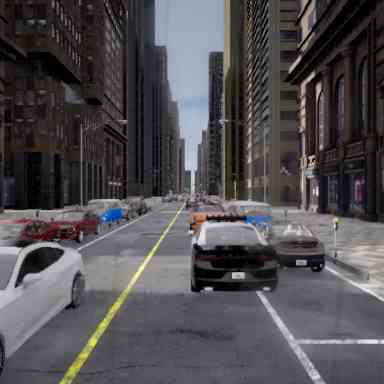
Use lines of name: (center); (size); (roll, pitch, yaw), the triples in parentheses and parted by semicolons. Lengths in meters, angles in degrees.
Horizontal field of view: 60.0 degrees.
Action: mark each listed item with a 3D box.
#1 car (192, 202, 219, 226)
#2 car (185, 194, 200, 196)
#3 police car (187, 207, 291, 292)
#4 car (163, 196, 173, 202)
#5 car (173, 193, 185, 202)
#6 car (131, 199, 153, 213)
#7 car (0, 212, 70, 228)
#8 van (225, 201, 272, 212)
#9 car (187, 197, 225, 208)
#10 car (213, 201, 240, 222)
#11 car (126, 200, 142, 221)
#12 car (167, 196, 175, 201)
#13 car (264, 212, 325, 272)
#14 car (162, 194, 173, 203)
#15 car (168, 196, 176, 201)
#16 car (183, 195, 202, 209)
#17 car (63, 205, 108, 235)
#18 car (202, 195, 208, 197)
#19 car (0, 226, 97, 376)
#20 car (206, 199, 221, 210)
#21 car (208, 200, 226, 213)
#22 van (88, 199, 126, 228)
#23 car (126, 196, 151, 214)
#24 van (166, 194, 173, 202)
car: (0.934, 1.537, 24.988); (1.837, 1.490, 4.892); (0, 0, 0)
car: (0.079, 1.561, 59.408); (1.882, 1.535, 5.008); (0, 0, 0)
police car: (0.913, 1.436, 9.098); (1.930, 1.638, 5.238); (0, 0, 0)
car: (-5.660, 1.685, 78.039); (1.947, 1.339, 4.313); (0, 0, 0)
car: (-2.899, 1.641, 76.271); (1.812, 1.442, 4.674); (0, 0, 0)
car: (-5.711, 1.575, 38.541); (1.752, 1.417, 4.829); (0, 0, 0)
car: (-5.748, 1.557, 10.618); (1.887, 1.381, 4.507); (0, 0, 0)
van: (2.785, 1.361, 16.237); (1.690, 1.788, 3.998); (0, 0, 0)
car: (0.925, 1.375, 18.958); (2.097, 1.767, 4.553); (0, 0, 0)
car: (2.800, 1.560, 27.645); (1.752, 1.417, 4.829); (0, 0, 0)
car: (-5.726, 1.585, 27.473); (2.008, 1.369, 4.403); (0, 0, 0)
car: (-5.645, 1.685, 89.276); (1.887, 1.381, 4.507); (0, 0, 0)
car: (2.777, 1.563, 10.618); (2.008, 1.369, 4.403); (0, 0, 0)
car: (-5.667, 1.690, 72.420); (1.802, 1.307, 4.206); (0, 0, 0)
car: (-5.637, 1.718, 94.894); (1.947, 1.339, 4.313); (0, 0, 0)
car: (0.080, 1.586, 45.833); (1.812, 1.442, 4.674); (0, 0, 1)
car: (-5.740, 1.564, 16.237); (1.887, 1.381, 4.507); (0, 0, 0)
car: (2.829, 1.592, 50.119); (1.752, 1.417, 4.829); (0, 0, 0)
car: (-3.106, 1.531, 5.166); (1.812, 1.442, 4.674); (0, 0, 0)
car: (2.822, 1.640, 44.331); (1.802, 1.307, 4.206); (0, 0, 0)
car: (2.814, 1.632, 38.712); (1.802, 1.307, 4.206); (0, 0, 0)
van: (-5.733, 1.368, 21.856); (1.690, 1.788, 3.998); (0, 0, 0)
car: (-5.718, 1.357, 33.092); (2.192, 1.841, 5.009); (0, 0, 0)
van: (-5.652, 1.471, 83.658); (1.690, 1.788, 3.998); (0, 0, 0)
